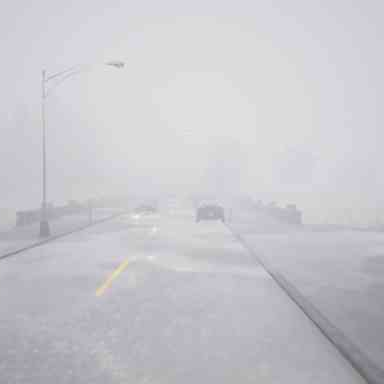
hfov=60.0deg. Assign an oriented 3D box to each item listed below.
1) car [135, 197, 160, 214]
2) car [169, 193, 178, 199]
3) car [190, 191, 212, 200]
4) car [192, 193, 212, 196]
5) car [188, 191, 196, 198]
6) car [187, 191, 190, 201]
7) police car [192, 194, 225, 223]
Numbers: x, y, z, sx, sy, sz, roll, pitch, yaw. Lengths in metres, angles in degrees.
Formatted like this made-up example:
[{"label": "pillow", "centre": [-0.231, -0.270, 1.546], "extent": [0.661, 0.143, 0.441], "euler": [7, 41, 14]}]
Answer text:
[{"label": "car", "centre": [-4.095, 1.203, 30.776], "extent": [1.812, 1.442, 4.674], "euler": [0, 0, 0]}, {"label": "car", "centre": [-4.001, 0.806, 72.665], "extent": [1.895, 1.301, 4.718], "euler": [0, 1, 0]}, {"label": "car", "centre": [1.146, 0.889, 39.281], "extent": [2.097, 1.767, 4.553], "euler": [-3, 1, 0]}, {"label": "car", "centre": [1.199, 1.129, 33.313], "extent": [1.882, 1.535, 5.008], "euler": [0, 1, 0]}, {"label": "car", "centre": [0.002, 0.574, 73.998], "extent": [1.837, 1.490, 4.892], "euler": [0, 1, 0]}, {"label": "car", "centre": [0.002, 0.875, 58.987], "extent": [2.128, 1.511, 4.902], "euler": [0, 1, 0]}, {"label": "police car", "centre": [1.200, 1.180, 23.423], "extent": [1.930, 1.638, 5.238], "euler": [0, 1, 0]}]
